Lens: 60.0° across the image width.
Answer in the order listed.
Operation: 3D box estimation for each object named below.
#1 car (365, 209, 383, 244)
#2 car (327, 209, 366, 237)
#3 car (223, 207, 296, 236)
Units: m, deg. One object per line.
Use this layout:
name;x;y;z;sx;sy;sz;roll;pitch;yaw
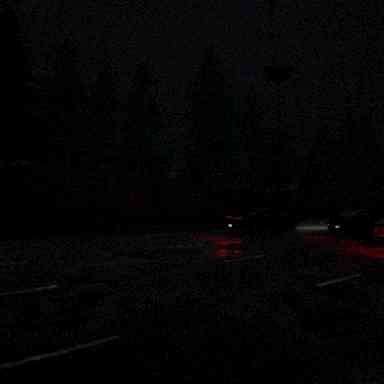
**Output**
car;10.381;1.637;15.437;5.008;1.535;1.882;0;0;-35
car;9.705;1.701;19.250;4.674;1.442;1.812;0;0;-35
car;4.059;1.628;19.527;4.902;1.511;2.128;1;0;-35
